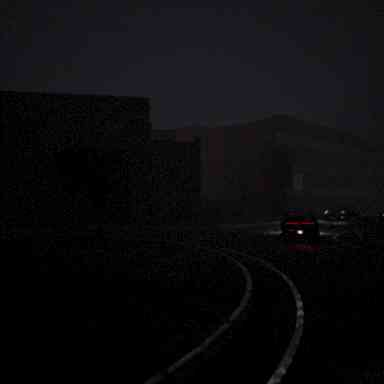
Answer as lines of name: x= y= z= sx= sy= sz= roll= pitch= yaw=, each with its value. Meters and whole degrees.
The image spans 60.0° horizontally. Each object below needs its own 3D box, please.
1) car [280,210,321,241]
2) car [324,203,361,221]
car: x=6.018 y=1.796 z=18.495 sx=1.837 sy=1.490 sz=4.892 roll=-2 pitch=-3 yaw=18
car: x=15.416 y=2.013 z=34.024 sx=4.553 sy=1.767 sz=2.097 roll=1 pitch=-2 yaw=-42
